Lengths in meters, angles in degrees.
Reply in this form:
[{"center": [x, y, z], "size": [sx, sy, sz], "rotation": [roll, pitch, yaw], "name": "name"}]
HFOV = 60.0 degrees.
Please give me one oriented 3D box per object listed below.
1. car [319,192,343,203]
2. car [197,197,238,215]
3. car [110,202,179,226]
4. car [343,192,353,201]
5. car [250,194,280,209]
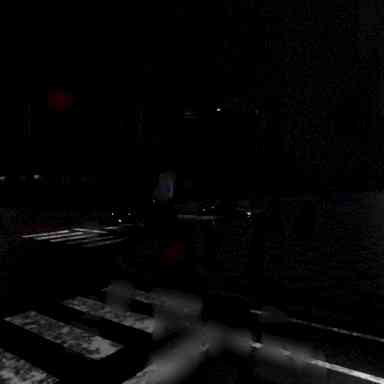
[{"center": [19.602, 0.816, 47.413], "size": [1.837, 1.490, 4.892], "rotation": [0, 1, 36], "name": "car"}, {"center": [2.326, 1.160, 28.762], "size": [1.812, 1.442, 4.674], "rotation": [0, 1, 36], "name": "car"}, {"center": [-2.952, 1.356, 21.406], "size": [1.895, 1.301, 4.718], "rotation": [0, 1, 36], "name": "car"}, {"center": [25.488, 0.655, 55.639], "size": [1.882, 1.535, 5.008], "rotation": [0, 1, 36], "name": "car"}, {"center": [8.132, 0.979, 36.862], "size": [1.882, 1.535, 5.008], "rotation": [0, 1, 36], "name": "car"}]
